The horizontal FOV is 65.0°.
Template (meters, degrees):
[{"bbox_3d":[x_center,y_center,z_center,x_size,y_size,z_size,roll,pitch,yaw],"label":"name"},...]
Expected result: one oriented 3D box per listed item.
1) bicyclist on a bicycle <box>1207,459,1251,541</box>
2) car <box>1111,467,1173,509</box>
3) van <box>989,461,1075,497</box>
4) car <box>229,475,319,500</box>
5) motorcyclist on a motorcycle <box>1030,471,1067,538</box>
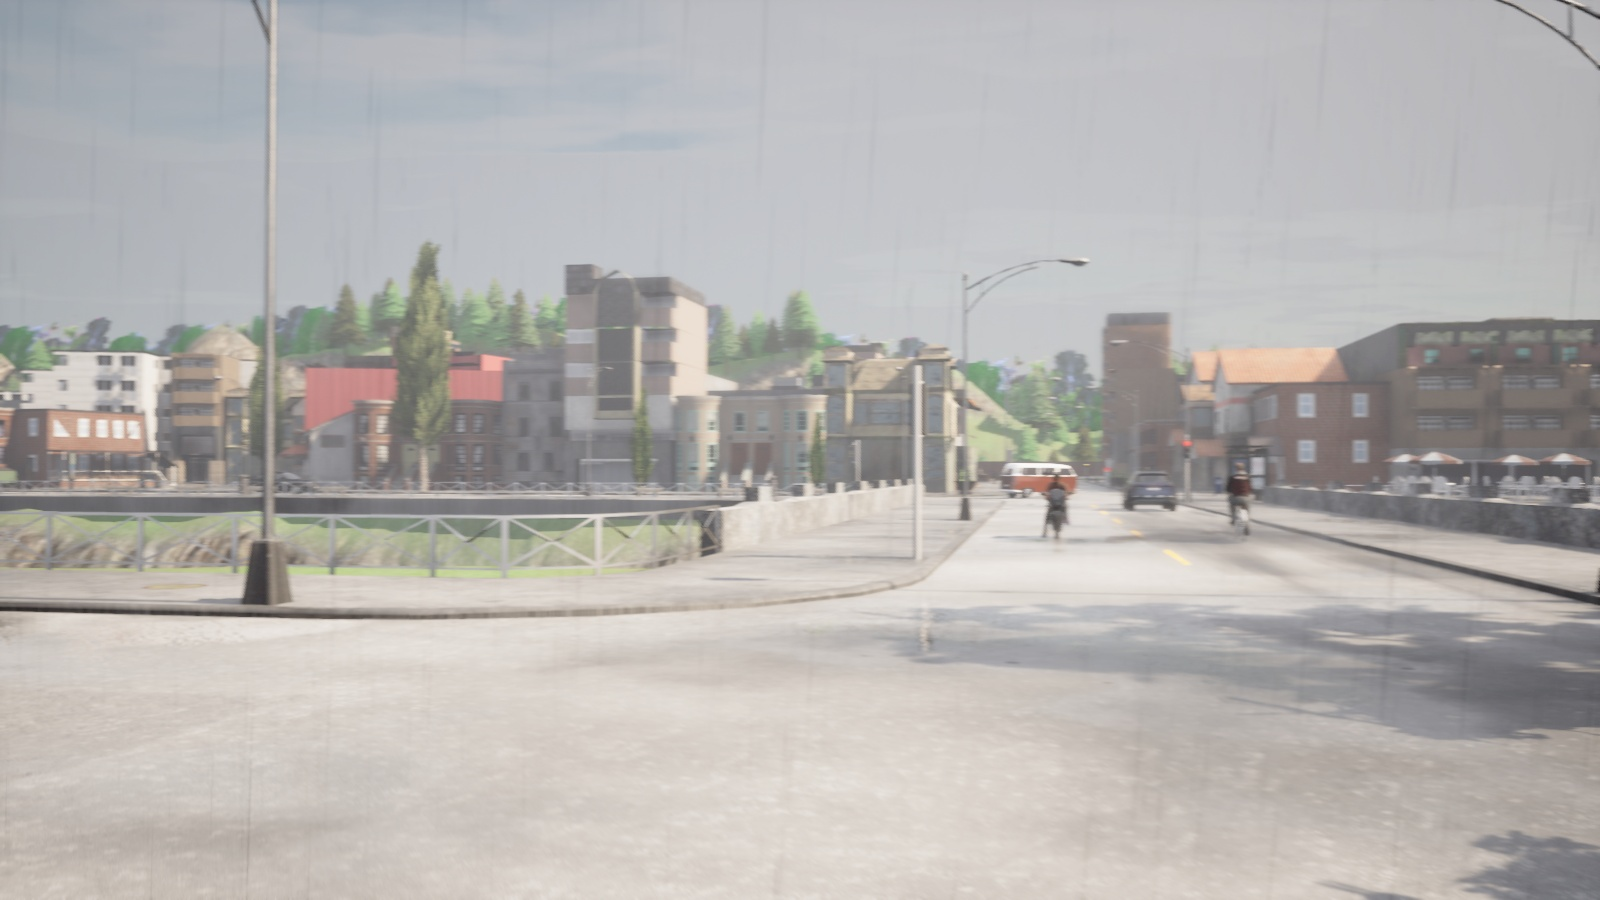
[{"bbox_3d":[9.682,1.102,28.380,0.659,1.776,1.843,-1,-1,10],"label":"bicyclist on a bicycle"},{"bbox_3d":[13.924,1.523,51.410,2.033,1.649,4.856,-1,-1,10],"label":"car"},{"bbox_3d":[13.488,1.686,73.109,4.480,2.038,2.069,0,0,-22],"label":"van"},{"bbox_3d":[-33.107,2.342,79.049,5.008,1.535,1.882,-1,-1,10],"label":"car"},{"bbox_3d":[5.841,1.257,29.496,0.797,1.523,2.044,-1,-1,11],"label":"motorcyclist on a motorcycle"}]
